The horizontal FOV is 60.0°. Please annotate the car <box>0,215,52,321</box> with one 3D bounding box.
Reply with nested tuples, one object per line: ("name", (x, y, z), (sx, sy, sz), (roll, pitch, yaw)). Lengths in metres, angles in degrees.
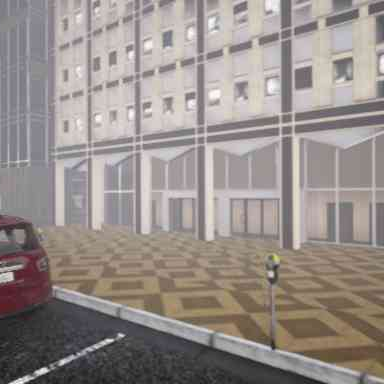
("car", (-4.657, 1.331, 6.202), (5.009, 1.841, 2.192), (0, 0, 36))
